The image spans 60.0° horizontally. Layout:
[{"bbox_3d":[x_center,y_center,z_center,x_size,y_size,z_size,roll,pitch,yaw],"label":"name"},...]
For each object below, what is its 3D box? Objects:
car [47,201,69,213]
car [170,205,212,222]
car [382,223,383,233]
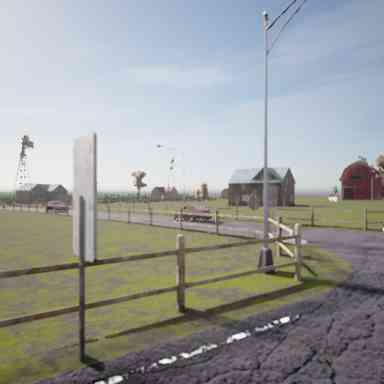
[{"bbox_3d":[-20.078,2.111,49.602,2.097,1.767,4.553,0,-1,-43],"label":"car"},{"bbox_3d":[-0.142,1.885,30.065,1.812,1.442,4.674,0,-1,-37],"label":"car"},{"bbox_3d":[12.041,1.614,16.370,4.674,1.442,1.812,-1,2,13],"label":"car"}]
